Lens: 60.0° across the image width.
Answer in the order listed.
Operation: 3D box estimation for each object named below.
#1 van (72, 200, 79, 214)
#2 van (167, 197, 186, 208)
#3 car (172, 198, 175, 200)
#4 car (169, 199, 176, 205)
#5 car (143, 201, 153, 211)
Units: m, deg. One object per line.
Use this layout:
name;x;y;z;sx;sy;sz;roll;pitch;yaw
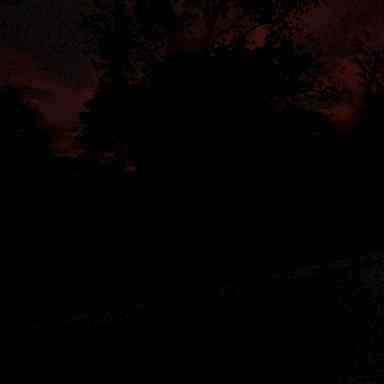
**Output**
van;-15.337;2.110;43.712;1.878;1.987;4.442;0;0;-36
van;-3.268;2.135;68.425;1.878;1.987;4.442;0;0;-36
car;-5.614;2.398;66.886;2.002;1.452;4.674;0;0;-36
car;-4.100;2.379;51.856;2.163;1.488;4.792;0;0;-36
car;-6.482;2.344;50.416;1.946;1.575;5.366;0;0;-36
